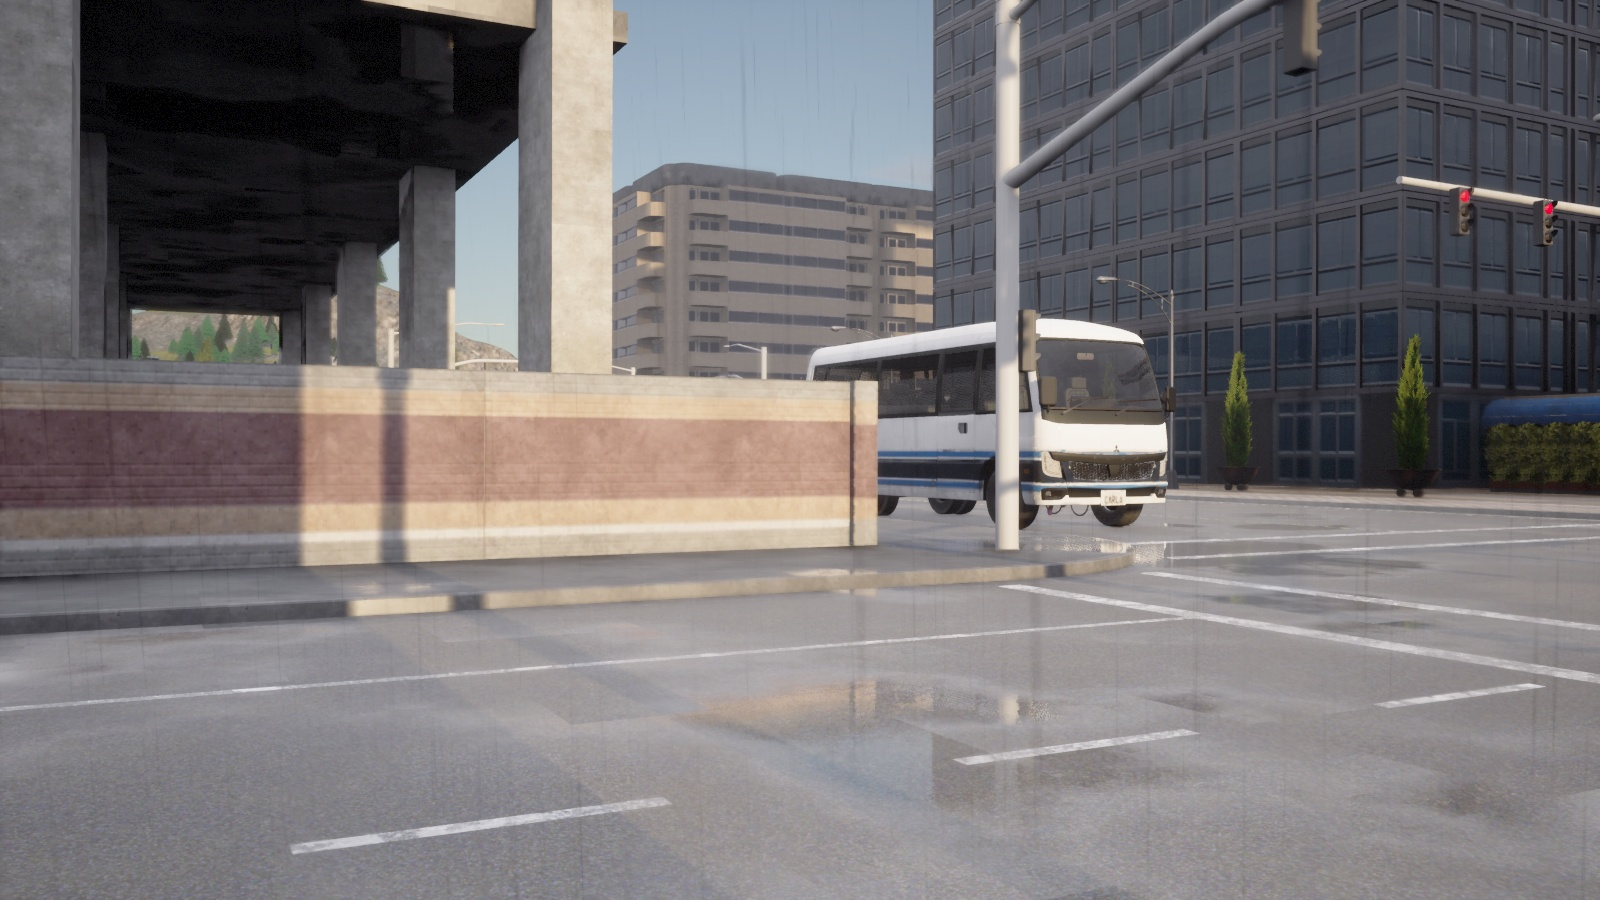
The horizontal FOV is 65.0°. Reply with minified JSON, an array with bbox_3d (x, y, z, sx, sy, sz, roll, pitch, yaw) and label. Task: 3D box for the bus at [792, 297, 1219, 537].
[{"bbox_3d":[3.924,-0.572,27.768,3.944,4.253,10.273,0,0,-27],"label":"bus"}]
